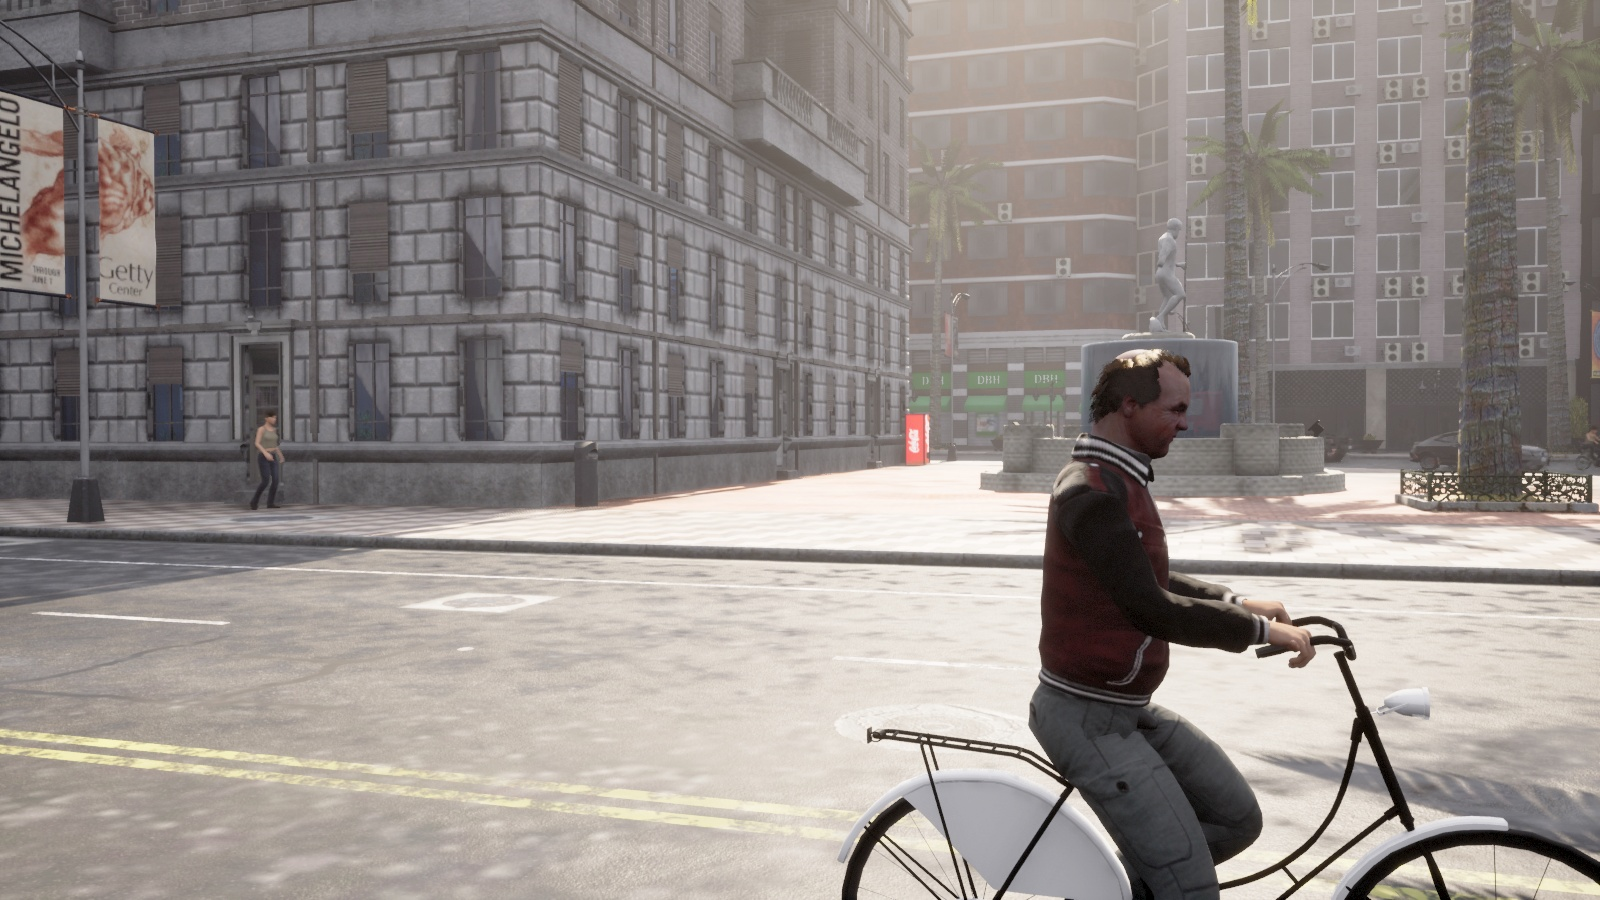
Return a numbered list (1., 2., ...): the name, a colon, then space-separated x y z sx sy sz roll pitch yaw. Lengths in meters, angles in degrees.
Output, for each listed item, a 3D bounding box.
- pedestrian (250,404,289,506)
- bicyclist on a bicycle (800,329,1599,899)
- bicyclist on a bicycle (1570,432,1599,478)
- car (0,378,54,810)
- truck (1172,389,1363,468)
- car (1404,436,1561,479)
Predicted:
1. pedestrian: -9.630 0.082 22.793 0.594 1.836 0.345 1 1 24
2. bicyclist on a bicycle: 0.978 0.655 2.875 1.843 1.776 0.659 0 1 19
3. bicyclist on a bicycle: 28.319 0.157 44.510 0.866 1.612 1.509 -1 1 -25
4. car: -5.684 0.582 5.087 4.553 1.767 2.097 1 1 18
5. truck: 21.896 -1.022 59.237 2.891 3.462 7.936 -1 1 -44
6. car: 24.270 0.226 44.837 1.812 1.442 4.674 0 1 -30
